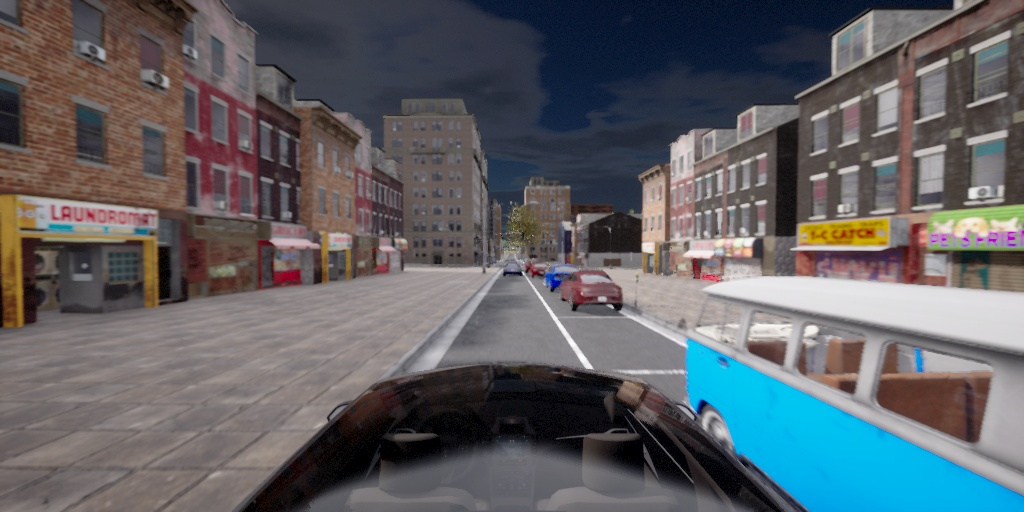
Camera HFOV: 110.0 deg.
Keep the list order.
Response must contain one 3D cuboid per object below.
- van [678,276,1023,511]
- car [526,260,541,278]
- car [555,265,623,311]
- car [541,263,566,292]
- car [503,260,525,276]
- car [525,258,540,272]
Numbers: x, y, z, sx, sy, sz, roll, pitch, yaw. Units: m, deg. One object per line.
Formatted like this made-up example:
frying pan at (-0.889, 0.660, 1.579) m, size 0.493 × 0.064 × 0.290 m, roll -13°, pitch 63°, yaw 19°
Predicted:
van at (2.637, 1.090, 2.239) m, size 1.690 × 1.789 × 3.998 m, roll 0°, pitch 0°, yaw 0°
car at (2.641, 1.336, 33.979) m, size 1.888 × 1.381 × 4.507 m, roll 0°, pitch 0°, yaw 0°
car at (3.025, 1.275, 14.305) m, size 1.812 × 1.442 × 4.674 m, roll 0°, pitch 0°, yaw 0°
car at (3.018, 1.236, 21.308) m, size 1.882 × 1.535 × 5.008 m, roll 0°, pitch 0°, yaw 0°
car at (0.069, 1.369, 37.928) m, size 1.994 × 1.385 × 4.181 m, roll 0°, pitch 0°, yaw 0°
car at (2.643, 1.149, 44.558) m, size 2.192 × 1.841 × 5.009 m, roll 0°, pitch 0°, yaw 0°
